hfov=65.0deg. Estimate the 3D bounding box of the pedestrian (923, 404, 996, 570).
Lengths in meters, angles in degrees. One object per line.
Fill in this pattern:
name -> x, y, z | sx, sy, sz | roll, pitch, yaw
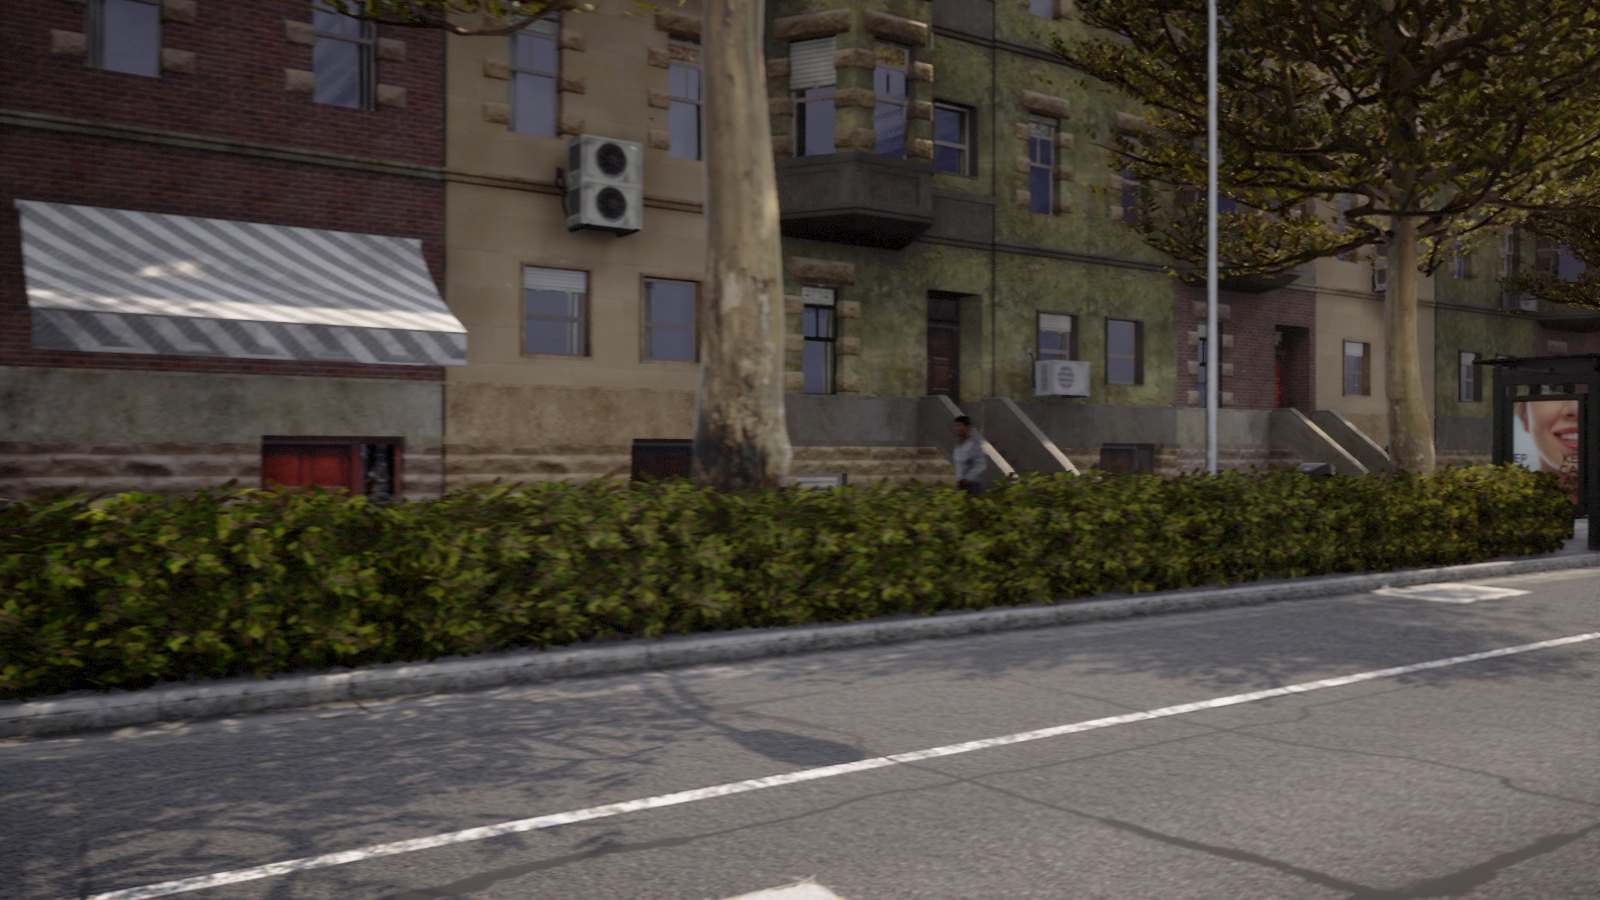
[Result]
pedestrian -> 1.918, 0.435, 15.109 | 0.788, 1.949, 0.423 | 0, 0, -34
